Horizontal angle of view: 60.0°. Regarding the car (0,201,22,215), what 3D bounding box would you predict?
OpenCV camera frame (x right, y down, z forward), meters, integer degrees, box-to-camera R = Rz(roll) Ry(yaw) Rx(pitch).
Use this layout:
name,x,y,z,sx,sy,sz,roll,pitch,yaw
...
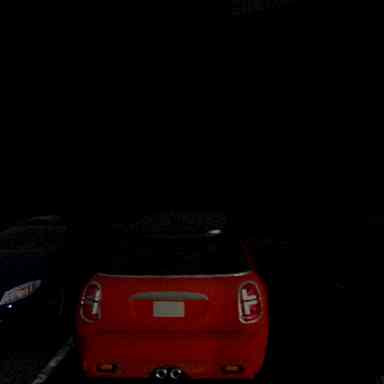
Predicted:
name,x,y,z,sx,sy,sz,roll,pitch,yaw
car,-5.594,1.066,7.768,2.185,1.767,4.553,-1,2,3

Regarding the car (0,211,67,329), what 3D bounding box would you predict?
name,x,y,z,sx,sy,sz,roll,pitch,yaw
car,-2.842,1.227,6.553,2.002,1.452,4.674,-1,2,3

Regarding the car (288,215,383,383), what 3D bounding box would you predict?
name,x,y,z,sx,sy,sz,roll,pitch,yaw
car,2.656,1.053,4.126,2.185,1.767,4.553,-1,2,3

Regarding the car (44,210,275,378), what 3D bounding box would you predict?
name,x,y,z,sx,sy,sz,roll,pitch,yaw
car,-0.098,1.058,5.319,2.185,1.767,4.553,-1,2,3
